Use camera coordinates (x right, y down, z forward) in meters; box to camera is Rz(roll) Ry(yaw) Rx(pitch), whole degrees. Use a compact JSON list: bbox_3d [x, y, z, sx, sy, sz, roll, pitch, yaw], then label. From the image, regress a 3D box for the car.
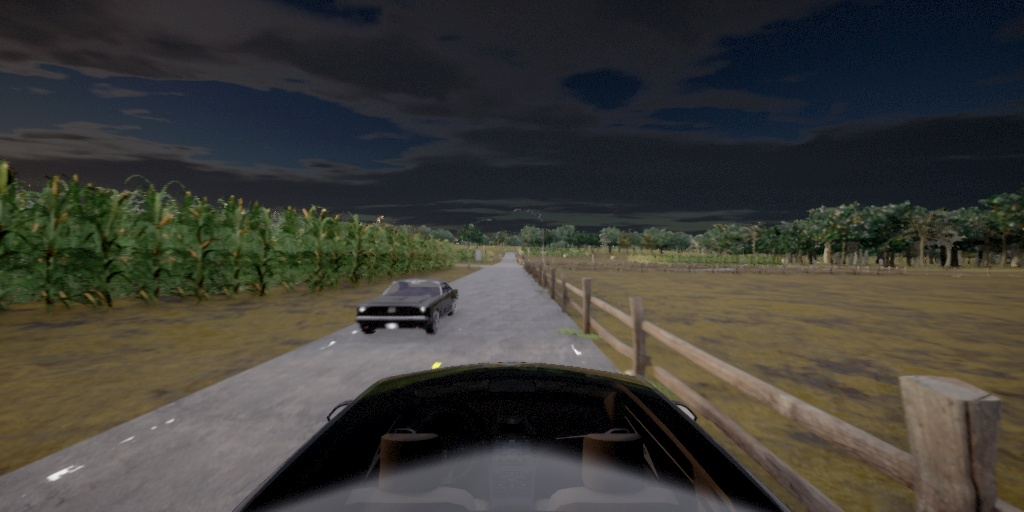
[{"bbox_3d":[-2.829,1.349,10.665,1.895,1.301,4.718,0,0,0],"label":"car"}]
